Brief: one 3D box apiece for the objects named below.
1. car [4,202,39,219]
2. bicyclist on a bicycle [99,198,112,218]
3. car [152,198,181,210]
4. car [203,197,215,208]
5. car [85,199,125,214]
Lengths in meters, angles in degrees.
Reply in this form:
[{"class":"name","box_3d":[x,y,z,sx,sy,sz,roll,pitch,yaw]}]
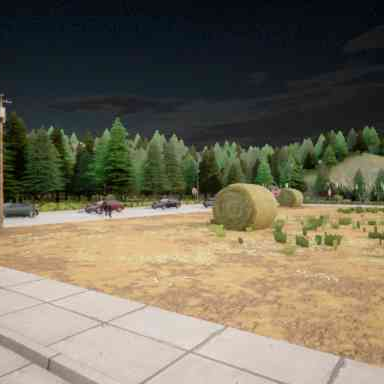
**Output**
[{"class":"car","box_3d":[-15.367,1.591,28.341,1.994,1.385,4.181,0,0,36]},{"class":"bicyclist on a bicycle","box_3d":[-7.034,1.327,27.028,1.656,1.620,0.582,0,0,36]},{"class":"car","box_3d":[-3.373,1.552,44.560,1.812,1.442,4.674,0,0,37]},{"class":"car","box_3d":[3.501,1.518,47.782,2.128,1.511,4.902,0,0,37]},{"class":"car","box_3d":[-9.454,1.552,36.333,1.812,1.442,4.674,0,0,36]}]
